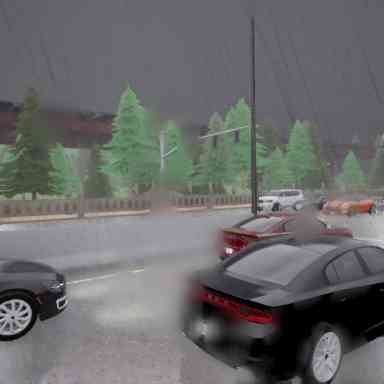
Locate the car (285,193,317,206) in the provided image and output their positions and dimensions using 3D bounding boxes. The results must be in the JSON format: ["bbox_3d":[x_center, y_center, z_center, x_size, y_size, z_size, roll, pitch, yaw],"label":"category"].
[{"bbox_3d":[10.806,1.054,28.976,4.902,1.511,2.128,-1,1,-36],"label":"car"}]

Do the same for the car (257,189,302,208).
[{"bbox_3d":[8.341,0.795,31.515,5.566,2.045,2.150,-1,1,-36],"label":"car"}]

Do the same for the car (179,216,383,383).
[{"bbox_3d":[2.157,1.421,5.351,5.008,1.535,1.882,-1,1,-35],"label":"car"}]

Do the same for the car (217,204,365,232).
[{"bbox_3d":[2.999,1.358,10.238,5.008,1.535,1.882,-1,1,-35],"label":"car"}]

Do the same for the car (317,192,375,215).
[{"bbox_3d":[12.077,0.931,25.580,4.553,1.767,2.097,-1,1,-36],"label":"car"}]

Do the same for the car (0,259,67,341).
[{"bbox_3d":[-4.424,1.504,4.895,4.892,1.490,1.837,0,0,-35],"label":"car"}]
